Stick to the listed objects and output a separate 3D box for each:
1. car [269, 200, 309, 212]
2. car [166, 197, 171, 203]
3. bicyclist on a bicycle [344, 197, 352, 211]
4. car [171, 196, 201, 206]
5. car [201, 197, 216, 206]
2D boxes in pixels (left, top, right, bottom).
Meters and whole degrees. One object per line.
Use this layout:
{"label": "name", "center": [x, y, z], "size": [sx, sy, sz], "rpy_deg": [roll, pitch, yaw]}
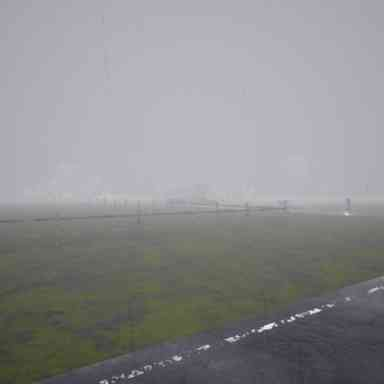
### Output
{"label": "car", "center": [11.801, 1.659, 40.739], "size": [1.895, 1.301, 4.718], "rpy_deg": [0, 0, -35]}
{"label": "car", "center": [-3.505, 1.646, 67.655], "size": [2.128, 1.511, 4.902], "rpy_deg": [0, 0, -35]}
{"label": "bicyclist on a bicycle", "center": [19.093, 1.496, 40.724], "size": [1.656, 1.620, 0.582], "rpy_deg": [0, 0, -35]}
{"label": "car", "center": [-1.057, 1.619, 59.301], "size": [2.128, 1.511, 4.902], "rpy_deg": [0, 0, -34]}
{"label": "car", "center": [2.197, 1.666, 59.577], "size": [2.033, 1.411, 5.357], "rpy_deg": [0, 0, -34]}
